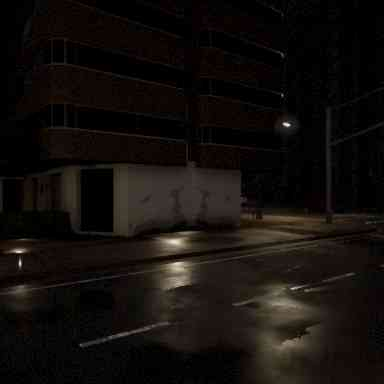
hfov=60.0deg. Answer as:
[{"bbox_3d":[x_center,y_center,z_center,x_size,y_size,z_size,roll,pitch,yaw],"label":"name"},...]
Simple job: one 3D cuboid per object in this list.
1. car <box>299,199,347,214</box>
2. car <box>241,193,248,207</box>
[{"bbox_3d":[13.803,1.478,35.181,1.882,1.535,5.008,0,0,-36],"label":"car"},{"bbox_3d":[6.212,1.222,51.975,2.150,2.045,5.566,0,0,-36],"label":"car"}]
